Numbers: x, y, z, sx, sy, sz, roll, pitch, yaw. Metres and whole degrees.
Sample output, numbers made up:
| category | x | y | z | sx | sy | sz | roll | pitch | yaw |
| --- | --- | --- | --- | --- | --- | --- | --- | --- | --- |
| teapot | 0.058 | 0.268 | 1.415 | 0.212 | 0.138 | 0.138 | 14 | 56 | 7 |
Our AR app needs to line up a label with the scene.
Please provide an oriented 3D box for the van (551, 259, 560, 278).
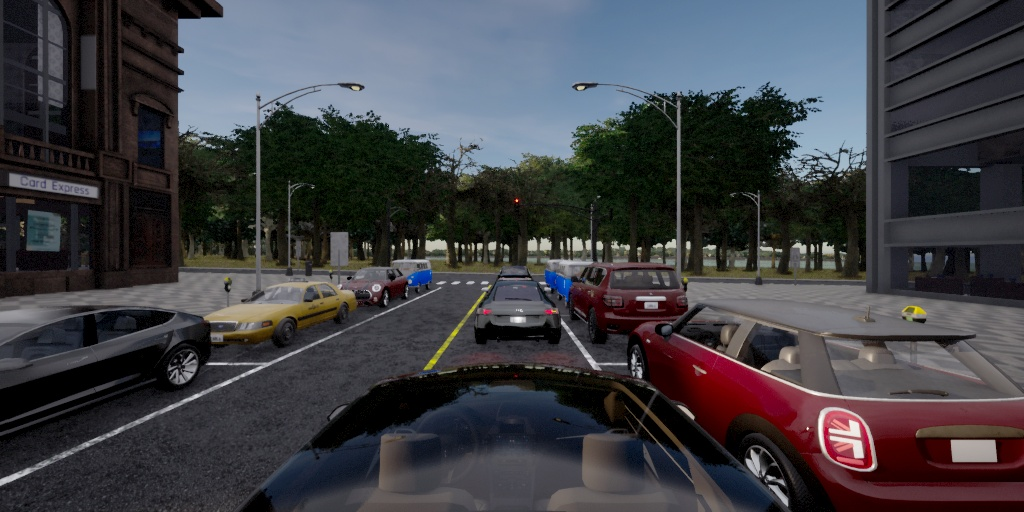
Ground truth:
| category | x | y | z | sx | sy | sz | roll | pitch | yaw |
| --- | --- | --- | --- | --- | --- | --- | --- | --- | --- |
| van | 2.786 | 1.092 | 14.959 | 1.690 | 1.789 | 3.998 | 0 | 0 | 0 |

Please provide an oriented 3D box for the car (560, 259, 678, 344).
| category | x | y | z | sx | sy | sz | roll | pitch | yaw |
| --- | --- | --- | --- | --- | --- | --- | --- | --- | --- |
| car | 2.776 | 1.065 | 9.522 | 2.192 | 1.841 | 5.009 | 0 | 0 | 0 |

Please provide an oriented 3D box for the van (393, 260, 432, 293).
| category | x | y | z | sx | sy | sz | roll | pitch | yaw |
| --- | --- | --- | --- | --- | --- | --- | --- | --- | --- |
| van | -5.729 | 1.092 | 20.413 | 1.690 | 1.789 | 3.998 | 0 | 0 | 0 |

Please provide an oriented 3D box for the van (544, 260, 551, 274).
| category | x | y | z | sx | sy | sz | roll | pitch | yaw |
| --- | --- | --- | --- | --- | --- | --- | --- | --- | --- |
| van | 2.796 | 1.092 | 20.397 | 1.690 | 1.789 | 3.998 | 0 | 0 | 0 |

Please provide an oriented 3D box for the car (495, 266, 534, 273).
| category | x | y | z | sx | sy | sz | roll | pitch | yaw |
| --- | --- | --- | --- | --- | --- | --- | --- | --- | --- |
| car | 0.131 | 1.243 | 18.451 | 2.128 | 1.511 | 4.902 | 0 | 0 | 0 |

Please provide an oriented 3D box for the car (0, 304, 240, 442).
| category | x | y | z | sx | sy | sz | roll | pitch | yaw |
| --- | --- | --- | --- | --- | --- | --- | --- | --- | --- |
| car | -5.759 | 1.316 | 4.100 | 1.948 | 1.339 | 4.313 | 0 | 0 | 0 |

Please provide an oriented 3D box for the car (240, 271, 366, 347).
| category | x | y | z | sx | sy | sz | roll | pitch | yaw |
| --- | --- | --- | --- | --- | --- | --- | --- | --- | --- |
| car | -5.750 | 1.275 | 9.368 | 1.751 | 1.417 | 4.829 | 0 | 0 | 0 |

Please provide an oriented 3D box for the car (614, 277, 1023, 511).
| category | x | y | z | sx | sy | sz | roll | pitch | yaw |
| --- | --- | --- | --- | --- | --- | --- | --- | --- | --- |
| car | 2.766 | 1.190 | 4.084 | 1.967 | 1.591 | 4.097 | 0 | 0 | 0 |

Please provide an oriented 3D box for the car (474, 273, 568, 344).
| category | x | y | z | sx | sy | sz | roll | pitch | yaw |
| --- | --- | --- | --- | --- | --- | --- | --- | --- | --- |
| car | 0.118 | 1.314 | 9.570 | 1.994 | 1.385 | 4.181 | 0 | 0 | 0 |

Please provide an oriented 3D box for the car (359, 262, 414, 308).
| category | x | y | z | sx | sy | sz | roll | pitch | yaw |
| --- | --- | --- | --- | --- | --- | --- | --- | --- | --- |
| car | -5.739 | 1.190 | 14.975 | 1.967 | 1.591 | 4.097 | 0 | 0 | 0 |
